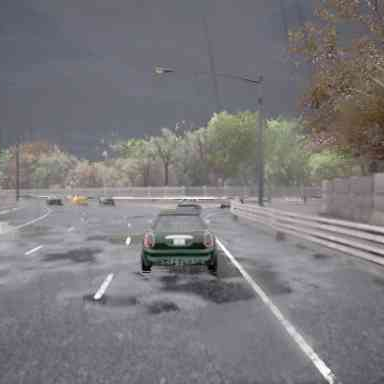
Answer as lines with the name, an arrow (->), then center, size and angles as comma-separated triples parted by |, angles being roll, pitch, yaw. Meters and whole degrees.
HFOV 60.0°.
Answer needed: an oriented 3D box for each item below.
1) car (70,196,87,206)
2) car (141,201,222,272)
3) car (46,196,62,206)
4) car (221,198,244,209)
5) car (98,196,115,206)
car -> -18.707, 1.471, 54.872 | 1.882, 1.535, 5.008 | 0, 0, -30
car -> -0.425, 1.339, 10.963 | 2.097, 1.767, 4.553 | 0, 0, -2
car -> -22.927, 1.486, 55.086 | 1.882, 1.535, 5.008 | 0, 0, -31
car -> 5.452, 1.481, 44.249 | 1.994, 1.385, 4.181 | 0, 0, 31
car -> -13.722, 1.482, 53.146 | 1.837, 1.490, 4.892 | 0, 0, -28
